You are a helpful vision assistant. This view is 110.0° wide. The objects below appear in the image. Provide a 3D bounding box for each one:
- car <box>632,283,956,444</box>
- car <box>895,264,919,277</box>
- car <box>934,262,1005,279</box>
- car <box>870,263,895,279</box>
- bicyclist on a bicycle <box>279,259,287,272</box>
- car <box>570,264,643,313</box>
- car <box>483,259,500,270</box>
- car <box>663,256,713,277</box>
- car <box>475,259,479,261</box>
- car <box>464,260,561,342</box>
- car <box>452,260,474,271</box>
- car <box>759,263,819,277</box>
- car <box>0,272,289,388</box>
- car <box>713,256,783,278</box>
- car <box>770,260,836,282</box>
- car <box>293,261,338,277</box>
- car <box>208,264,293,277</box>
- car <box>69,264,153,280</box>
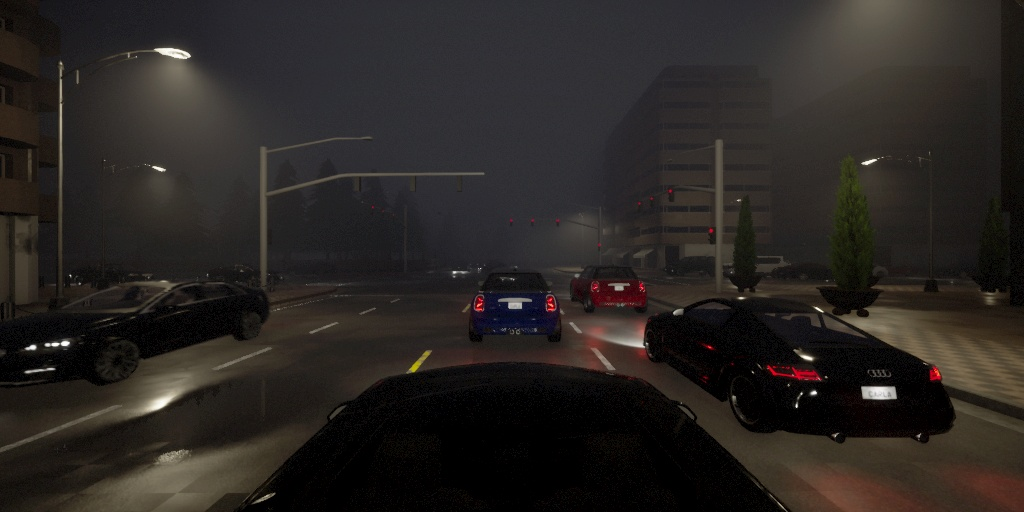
[{"bbox_3d":[3.608,1.314,5.531,1.994,1.385,4.181,0,0,0],"label":"car"},{"bbox_3d":[38.238,1.406,36.598,4.718,1.301,1.895,0,0,0],"label":"car"},{"bbox_3d":[42.139,1.283,33.101,5.008,1.535,1.882,0,0,0],"label":"car"},{"bbox_3d":[31.815,1.331,33.081,4.674,1.442,1.812,0,0,0],"label":"car"},{"bbox_3d":[-25.600,1.106,40.164,0.582,1.620,1.656,0,0,0],"label":"bicyclist on a bicycle"},{"bbox_3d":[3.609,1.102,14.172,2.097,1.767,4.553,0,0,0],"label":"car"},{"bbox_3d":[-3.076,1.254,54.560,1.837,1.490,4.892,0,0,5],"label":"car"},{"bbox_3d":[18.432,1.028,36.537,5.566,2.045,2.150,0,0,0],"label":"car"},{"bbox_3d":[-5.733,1.253,61.325,1.837,1.490,4.892,0,1,12],"label":"car"},{"bbox_3d":[0.085,1.102,9.945,2.097,1.767,4.553,0,0,0],"label":"car"},{"bbox_3d":[-6.845,1.314,48.692,1.994,1.385,4.181,0,0,3],"label":"car"},{"bbox_3d":[28.192,1.406,36.571,4.718,1.301,1.895,0,0,0],"label":"car"},{"bbox_3d":[-7.090,1.241,7.128,2.128,1.511,4.902,0,0,0],"label":"car"},{"bbox_3d":[22.178,1.027,33.051,5.566,2.045,2.150,0,0,0],"label":"car"},{"bbox_3d":[24.561,1.283,29.368,5.008,1.535,1.882,0,0,0],"label":"car"},{"bbox_3d":[-20.312,1.297,36.331,4.902,1.511,2.128,0,0,0],"label":"car"},{"bbox_3d":[-18.988,1.297,25.704,4.902,1.511,2.128,0,0,0],"label":"car"},{"bbox_3d":[-28.522,1.297,25.671,4.902,1.511,2.128,0,0,0],"label":"car"}]
